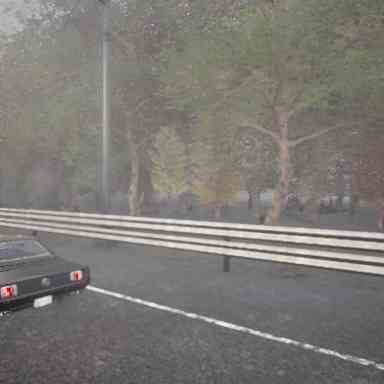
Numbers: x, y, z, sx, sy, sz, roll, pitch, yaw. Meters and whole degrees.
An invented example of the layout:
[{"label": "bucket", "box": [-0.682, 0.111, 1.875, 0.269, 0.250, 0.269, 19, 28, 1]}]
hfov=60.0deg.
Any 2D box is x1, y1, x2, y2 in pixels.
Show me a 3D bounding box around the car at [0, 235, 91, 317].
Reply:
[{"label": "car", "box": [-4.337, 1.574, 6.983, 4.718, 1.301, 1.895, 0, 0, 36]}]
